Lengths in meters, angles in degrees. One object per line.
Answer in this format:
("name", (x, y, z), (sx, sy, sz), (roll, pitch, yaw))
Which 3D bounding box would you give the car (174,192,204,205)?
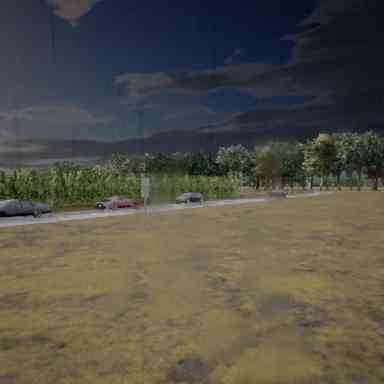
("car", (-0.295, 0.798, 42.595), (1.837, 1.490, 4.892), (0, 2, 36))

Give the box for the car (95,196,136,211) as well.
("car", (-7.412, 1.087, 32.533), (1.994, 1.385, 4.181), (0, 1, 34))

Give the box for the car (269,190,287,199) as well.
("car", (15.479, 0.345, 59.880), (1.882, 1.535, 5.008), (0, 1, 35))

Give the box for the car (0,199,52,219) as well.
("car", (-13.085, 1.257, 24.402), (2.033, 1.411, 5.357), (0, 1, 34))
